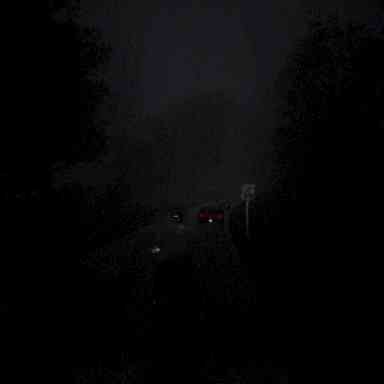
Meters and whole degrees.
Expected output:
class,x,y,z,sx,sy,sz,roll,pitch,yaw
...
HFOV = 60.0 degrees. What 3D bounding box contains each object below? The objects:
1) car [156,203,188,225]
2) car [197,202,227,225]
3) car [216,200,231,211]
class,x,y,z,sx,sy,sz,roll,pitch,yaw
car,-1.431,1.590,25.205,1.837,1.490,4.892,1,0,6
car,1.519,1.712,25.270,1.895,1.301,4.718,0,0,6
car,3.939,1.623,42.593,1.895,1.301,4.718,1,1,10
